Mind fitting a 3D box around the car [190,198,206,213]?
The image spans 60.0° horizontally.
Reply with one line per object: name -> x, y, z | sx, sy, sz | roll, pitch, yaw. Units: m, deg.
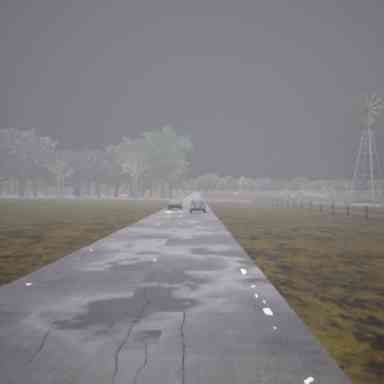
car -> 0.675, 1.660, 38.836 | 2.033, 1.411, 5.357 | 0, 0, 1

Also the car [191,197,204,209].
car -> 0.847, 1.612, 50.057 | 1.882, 1.535, 5.008 | 0, 0, 1

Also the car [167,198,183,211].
car -> -2.193, 1.601, 44.146 | 1.882, 1.535, 5.008 | 0, 0, 1
